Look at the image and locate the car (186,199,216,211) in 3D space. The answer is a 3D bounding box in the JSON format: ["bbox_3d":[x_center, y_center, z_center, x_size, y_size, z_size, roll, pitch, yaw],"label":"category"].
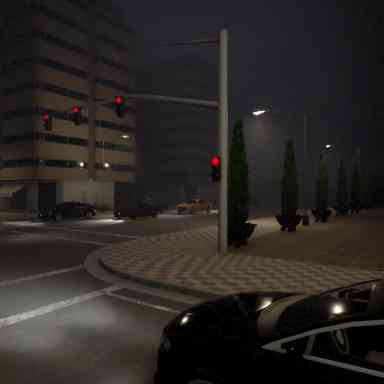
[{"bbox_3d":[1.200,1.619,43.659,1.994,1.385,4.181,0,0,35],"label":"car"}]

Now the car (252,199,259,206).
[{"bbox_3d":[9.487,1.620,55.270,1.994,1.385,4.181,0,0,36],"label":"car"}]

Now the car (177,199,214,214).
[{"bbox_3d":[0.311,1.533,36.346,1.882,1.535,5.008,0,0,35],"label":"car"}]

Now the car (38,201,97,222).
[{"bbox_3d":[-10.212,1.560,27.513,1.837,1.490,4.892,0,0,35],"label":"car"}]

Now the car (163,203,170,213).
[{"bbox_3d":[-4.593,1.603,35.470,2.033,1.411,5.357,0,0,35],"label":"car"}]

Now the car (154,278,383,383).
[{"bbox_3d":[1.853,1.492,2.652,4.902,1.511,2.128,0,0,36],"label":"car"}]

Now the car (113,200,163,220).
[{"bbox_3d":[-4.837,1.619,29.058,1.994,1.385,4.181,0,0,35],"label":"car"}]
